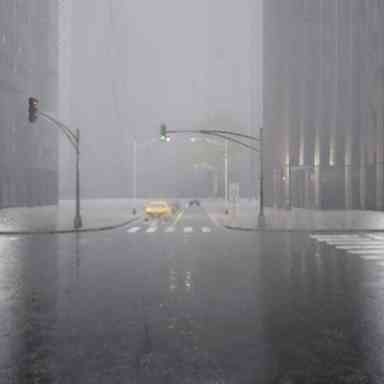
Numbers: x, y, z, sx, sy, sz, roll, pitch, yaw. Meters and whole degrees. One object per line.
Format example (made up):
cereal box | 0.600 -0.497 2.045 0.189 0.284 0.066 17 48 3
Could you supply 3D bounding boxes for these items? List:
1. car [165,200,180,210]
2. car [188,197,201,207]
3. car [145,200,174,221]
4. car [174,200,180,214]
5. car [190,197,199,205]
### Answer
car | -2.722 1.855 48.285 1.895 1.301 4.718 0 0 0
car | 0.450 1.792 58.279 1.837 1.490 4.892 0 0 0
car | -2.894 1.636 29.026 1.882 1.535 5.008 0 0 1
car | -2.809 1.772 38.185 1.994 1.385 4.181 0 0 1
car | 0.541 1.808 68.703 1.837 1.490 4.892 0 0 0
